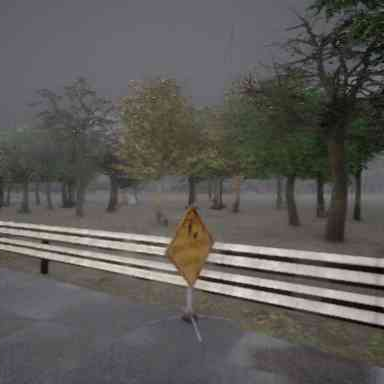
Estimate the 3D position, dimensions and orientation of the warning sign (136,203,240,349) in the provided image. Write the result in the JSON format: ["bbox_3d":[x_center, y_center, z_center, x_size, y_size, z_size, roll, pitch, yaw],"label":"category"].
[{"bbox_3d":[-0.031,1.123,5.182,1.060,1.860,1.300,0,0,36],"label":"warning sign"}]
